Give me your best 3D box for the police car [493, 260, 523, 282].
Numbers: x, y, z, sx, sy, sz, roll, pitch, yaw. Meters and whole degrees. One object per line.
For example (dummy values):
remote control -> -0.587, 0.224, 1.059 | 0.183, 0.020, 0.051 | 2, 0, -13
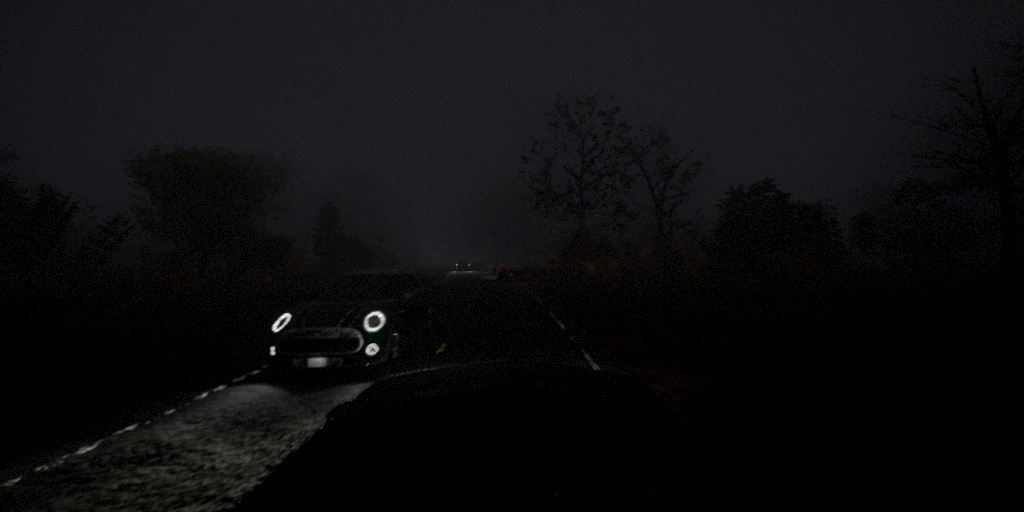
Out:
police car -> -0.270, 1.180, 29.353 | 1.930, 1.638, 5.238 | 0, 0, -5

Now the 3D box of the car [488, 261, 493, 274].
car -> -1.312, 1.290, 39.268 | 1.812, 1.442, 4.674 | 0, 0, -7

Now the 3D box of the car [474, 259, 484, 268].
car -> -6.060, 1.279, 63.279 | 1.882, 1.535, 5.008 | 0, 0, -12

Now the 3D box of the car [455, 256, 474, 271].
car -> -6.849, 1.158, 49.933 | 2.097, 1.767, 4.553 | 0, 0, -9

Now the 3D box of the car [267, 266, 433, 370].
car -> -3.191, 1.126, 8.033 | 2.097, 1.767, 4.553 | 0, 0, -1
